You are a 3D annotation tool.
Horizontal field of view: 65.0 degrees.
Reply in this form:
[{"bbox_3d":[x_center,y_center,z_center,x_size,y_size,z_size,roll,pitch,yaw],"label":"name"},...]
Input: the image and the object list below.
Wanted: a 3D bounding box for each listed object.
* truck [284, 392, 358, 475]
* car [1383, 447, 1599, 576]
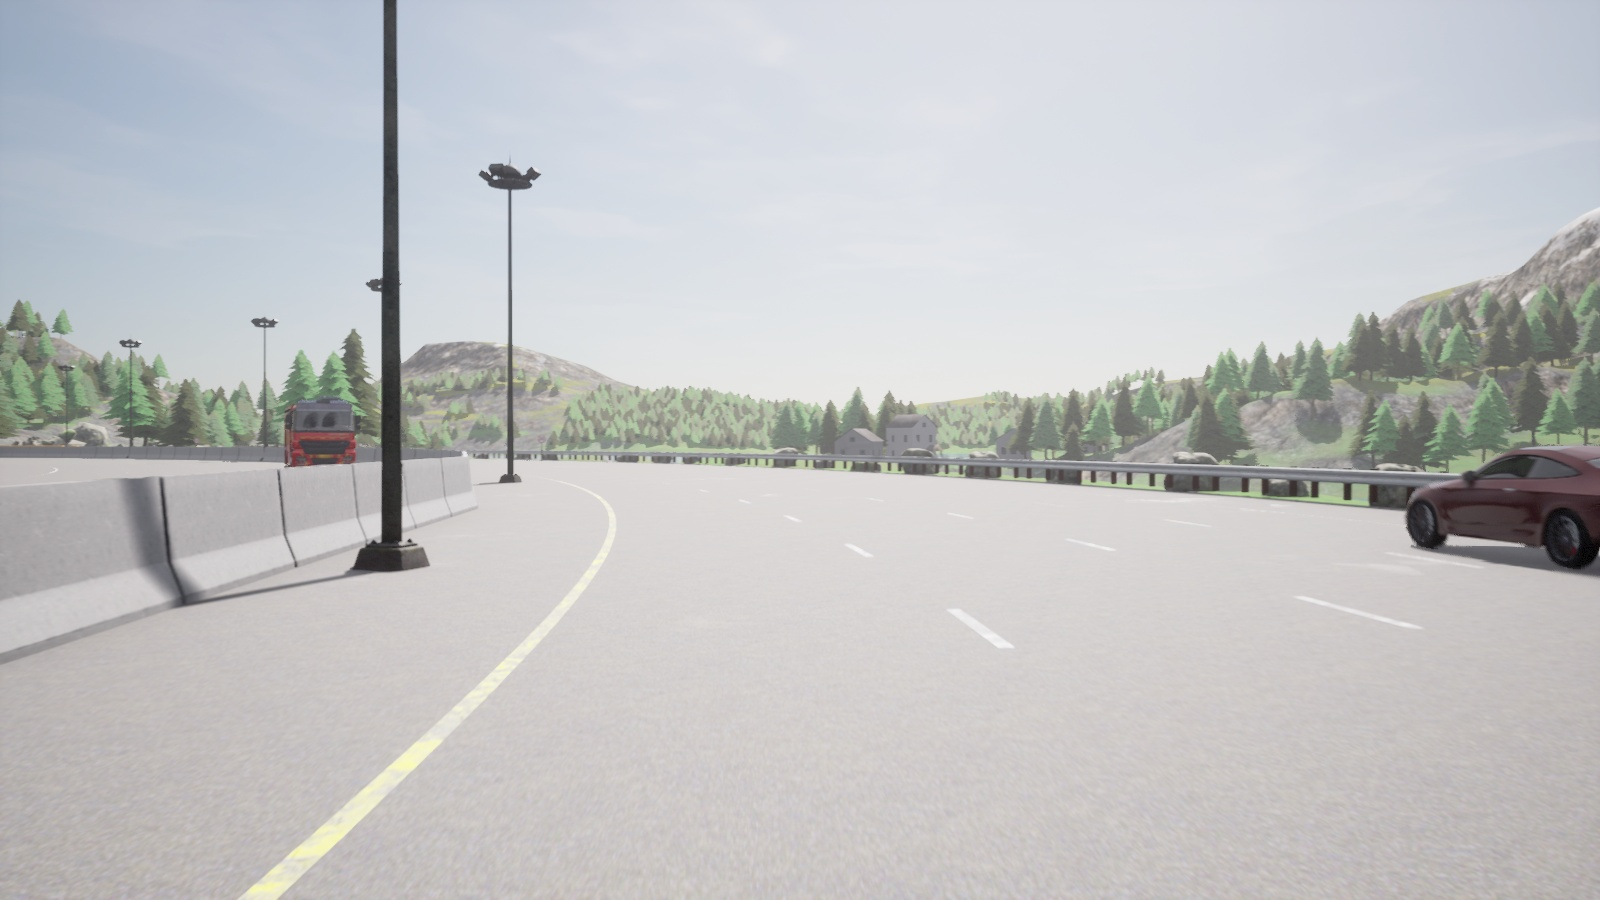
[{"bbox_3d":[-24.032,-0.784,62.792,2.891,3.827,8.468,0,0,-25],"label":"truck"},{"bbox_3d":[9.718,0.685,16.252,1.812,1.442,4.674,0,0,-5],"label":"car"}]
